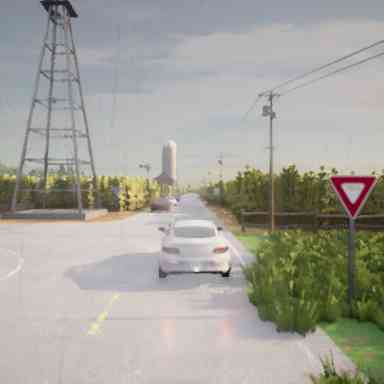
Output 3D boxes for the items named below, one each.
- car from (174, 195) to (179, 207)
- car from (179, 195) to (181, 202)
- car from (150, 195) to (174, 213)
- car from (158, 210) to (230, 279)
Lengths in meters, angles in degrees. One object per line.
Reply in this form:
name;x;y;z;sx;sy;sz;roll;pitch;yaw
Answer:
car;-3.271;1.345;48.955;1.812;1.442;4.674;0;1;0
car;-3.185;1.316;66.853;1.837;1.490;4.892;0;0;0
car;-3.284;1.346;35.451;1.882;1.535;5.008;0;0;0
car;-0.016;1.485;9.860;1.812;1.442;4.674;0;0;-3
